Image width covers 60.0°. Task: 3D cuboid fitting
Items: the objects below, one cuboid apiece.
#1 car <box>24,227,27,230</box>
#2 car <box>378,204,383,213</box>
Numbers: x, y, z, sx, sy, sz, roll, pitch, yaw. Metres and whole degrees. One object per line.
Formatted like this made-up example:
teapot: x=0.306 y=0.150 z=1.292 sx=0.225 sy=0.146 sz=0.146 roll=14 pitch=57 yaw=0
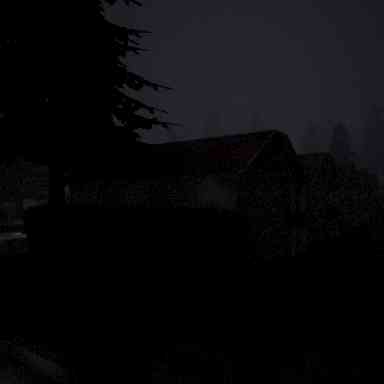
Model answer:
car: x=-9.423 y=1.867 z=23.745 sx=2.097 sy=1.767 sz=4.553 roll=-1 pitch=-1 yaw=36
car: x=22.610 y=2.038 z=41.483 sx=4.902 sy=1.511 sz=2.128 roll=-1 pitch=-1 yaw=29
